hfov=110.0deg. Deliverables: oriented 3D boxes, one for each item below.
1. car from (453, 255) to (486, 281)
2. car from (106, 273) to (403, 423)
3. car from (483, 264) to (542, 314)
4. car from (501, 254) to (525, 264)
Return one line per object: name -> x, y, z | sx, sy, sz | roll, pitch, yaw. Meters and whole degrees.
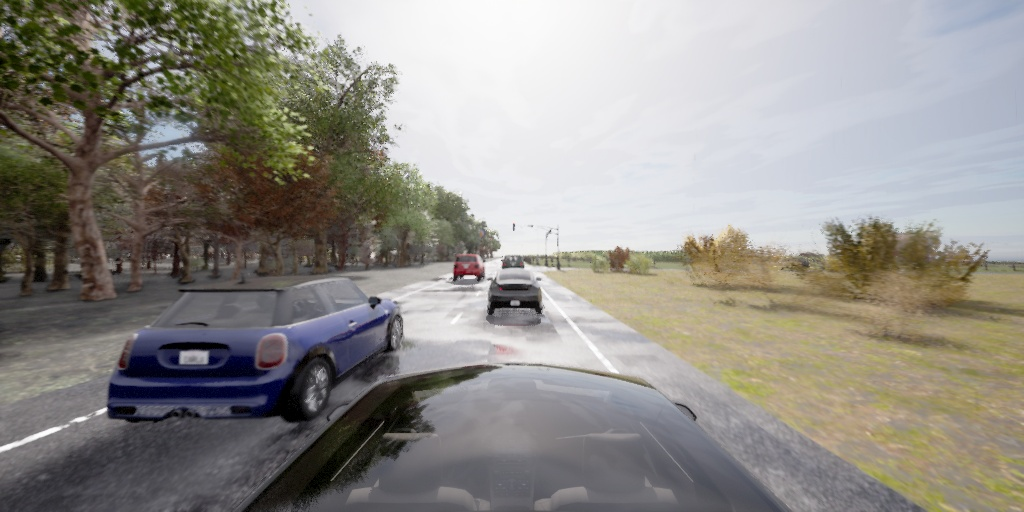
car -> -3.402, 0.903, 29.114 | 2.150, 2.045, 5.566 | 0, 0, 0
car -> -3.398, 1.094, 5.946 | 2.097, 1.767, 4.553 | 0, 0, 0
car -> 0.099, 1.226, 13.612 | 1.837, 1.490, 4.892 | 0, 0, 0
car -> 0.101, 0.886, 34.301 | 2.150, 2.045, 5.566 | 0, 0, 0
